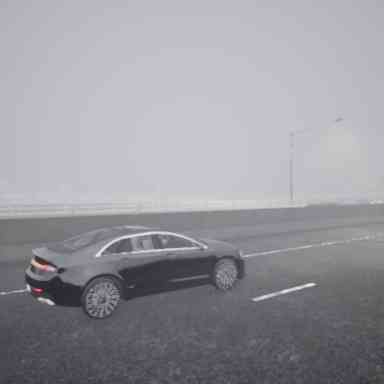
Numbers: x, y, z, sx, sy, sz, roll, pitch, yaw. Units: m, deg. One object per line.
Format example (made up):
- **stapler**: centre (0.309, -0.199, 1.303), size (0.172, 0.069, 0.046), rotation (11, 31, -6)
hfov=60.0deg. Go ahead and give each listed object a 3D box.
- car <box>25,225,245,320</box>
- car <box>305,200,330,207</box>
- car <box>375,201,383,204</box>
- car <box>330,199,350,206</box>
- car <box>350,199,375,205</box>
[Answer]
- **car**: centre (-0.951, 1.493, 7.361), size (4.902, 1.511, 2.128), rotation (0, 0, -35)
- **car**: centre (16.207, 1.602, 41.276), size (4.718, 1.301, 1.895), rotation (0, 0, -35)
- **car**: centre (7.587, 1.224, 9.140), size (5.566, 2.045, 2.150), rotation (0, 0, -35)
- **car**: centre (18.919, 1.549, 38.911), size (5.357, 1.411, 2.033), rotation (0, 0, -35)
- **car**: centre (18.830, 1.603, 34.556), size (4.718, 1.301, 1.895), rotation (0, 0, -35)
